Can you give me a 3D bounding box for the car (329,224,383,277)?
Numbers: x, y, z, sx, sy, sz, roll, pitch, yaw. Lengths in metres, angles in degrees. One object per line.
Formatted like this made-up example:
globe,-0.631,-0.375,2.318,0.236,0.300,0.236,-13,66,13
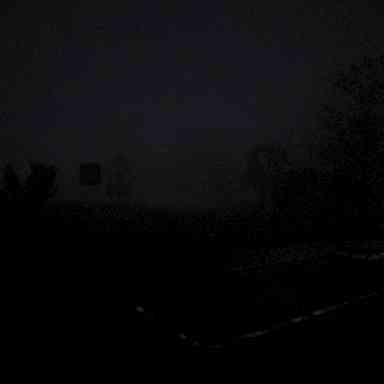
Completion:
car,6.071,1.698,10.413,4.206,1.307,1.802,1,0,-35
